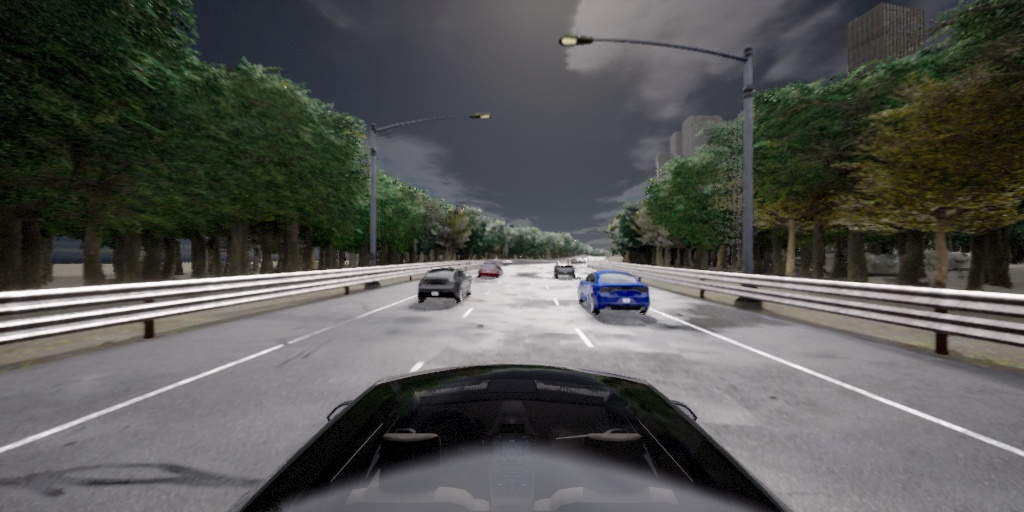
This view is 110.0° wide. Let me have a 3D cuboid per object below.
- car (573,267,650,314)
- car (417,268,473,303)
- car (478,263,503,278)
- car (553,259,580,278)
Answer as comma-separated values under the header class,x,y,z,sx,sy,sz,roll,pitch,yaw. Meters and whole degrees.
class,x,y,z,sx,sy,sz,roll,pitch,yaw
car,3.821,1.302,14.207,1.882,1.535,5.008,0,0,2
car,-3.080,1.317,17.154,1.837,1.490,4.892,0,0,2
car,-2.035,1.336,34.685,1.994,1.385,4.181,0,0,5
car,4.950,1.274,34.263,2.128,1.511,4.902,0,0,5
